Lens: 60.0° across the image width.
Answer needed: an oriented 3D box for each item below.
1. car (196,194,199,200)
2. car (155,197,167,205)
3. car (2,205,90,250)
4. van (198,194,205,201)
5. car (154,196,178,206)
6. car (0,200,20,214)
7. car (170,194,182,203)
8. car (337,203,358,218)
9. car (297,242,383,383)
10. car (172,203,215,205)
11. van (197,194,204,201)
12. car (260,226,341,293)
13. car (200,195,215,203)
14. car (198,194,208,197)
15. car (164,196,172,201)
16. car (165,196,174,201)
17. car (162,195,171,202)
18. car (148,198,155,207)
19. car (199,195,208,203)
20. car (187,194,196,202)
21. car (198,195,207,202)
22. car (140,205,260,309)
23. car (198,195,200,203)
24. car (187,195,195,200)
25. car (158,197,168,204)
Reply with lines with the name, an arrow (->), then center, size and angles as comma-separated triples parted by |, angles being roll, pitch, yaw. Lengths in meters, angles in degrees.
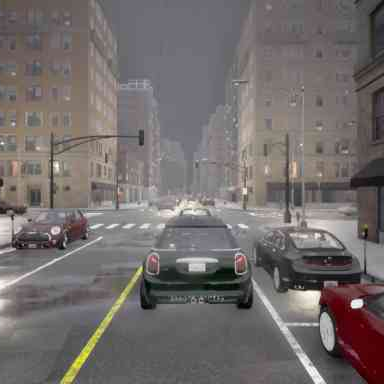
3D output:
car -> 2.543, 1.399, 69.068 | 2.192, 1.841, 5.009 | 0, 0, 0
car -> -5.943, 1.613, 63.505 | 1.887, 1.381, 4.507 | 0, 0, 0
car -> -5.818, 1.445, 14.127 | 1.967, 1.590, 4.097 | 0, 0, 0
van -> 2.425, 1.481, 85.590 | 1.690, 1.788, 3.998 | 0, 0, 0
car -> -3.027, 1.531, 39.301 | 1.837, 1.490, 4.892 | 0, -1, 0
car -> -17.605, 1.404, 30.165 | 5.008, 1.535, 1.882 | 0, 0, -2
car -> -3.116, 1.401, 54.649 | 2.097, 1.767, 4.553 | 0, 0, 0
car -> 15.899, 1.671, 30.218 | 4.718, 1.301, 1.895 | 0, 0, -1
car -> 2.682, 1.545, 3.128 | 1.887, 1.381, 4.507 | 0, 0, 0
car -> 0.133, 1.497, 15.319 | 2.128, 1.511, 4.902 | 0, 0, 0
van -> 2.385, 1.504, 91.096 | 1.690, 1.788, 3.998 | 0, 0, 0
car -> 2.694, 1.553, 8.620 | 2.008, 1.369, 4.403 | 0, 0, 0
car -> 2.661, 1.590, 52.547 | 1.887, 1.381, 4.507 | 0, 0, 0
car -> 2.581, 1.595, 63.731 | 1.752, 1.417, 4.829 | 0, 0, 0
car -> -6.101, 1.722, 85.537 | 1.802, 1.307, 4.206 | 0, 0, 0
car -> -6.141, 1.728, 91.045 | 1.947, 1.339, 4.313 | 0, 0, 0
car -> -6.061, 1.559, 80.029 | 1.967, 1.590, 4.097 | 0, 0, 0
car -> -5.864, 1.596, 52.489 | 2.008, 1.369, 4.403 | 0, 0, 0
car -> 2.503, 1.541, 74.575 | 1.967, 1.590, 4.097 | 0, 0, 0
car -> -0.207, 1.707, 80.049 | 1.895, 1.301, 4.718 | 0, 0, 0
car -> 2.464, 1.559, 80.081 | 1.967, 1.590, 4.097 | 0, 0, 0
car -> 0.066, 1.355, 8.017 | 2.097, 1.767, 4.553 | 0, 0, -1
car -> 2.622, 1.622, 58.053 | 1.947, 1.339, 4.313 | 0, 0, 0
car -> -0.279, 1.543, 90.025 | 1.994, 1.385, 4.181 | 0, 0, 0
car -> -5.983, 1.665, 69.013 | 1.802, 1.307, 4.206 | 0, 0, 0
